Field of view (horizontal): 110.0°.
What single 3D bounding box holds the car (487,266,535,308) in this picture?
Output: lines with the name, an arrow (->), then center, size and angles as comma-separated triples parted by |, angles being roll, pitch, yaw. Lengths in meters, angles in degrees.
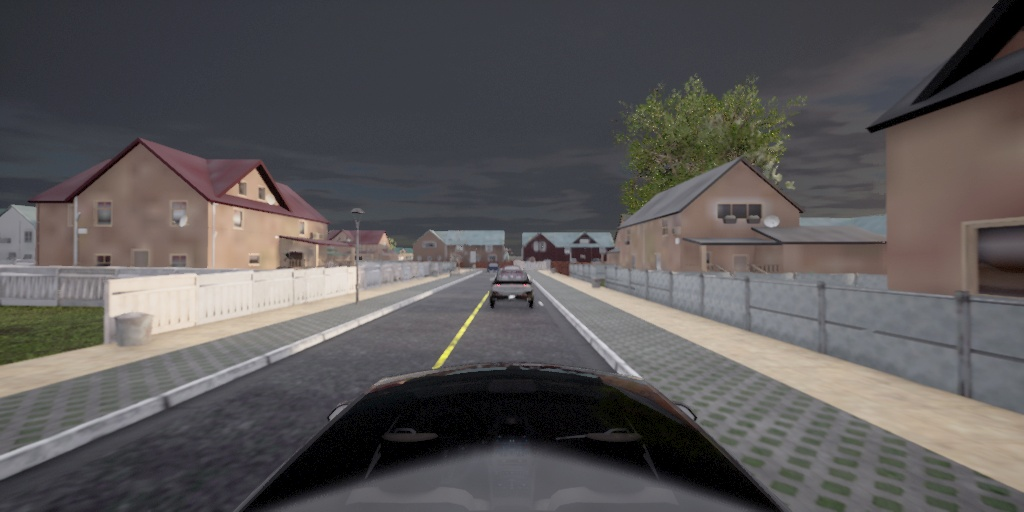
car -> -0.005, 1.381, 16.153 | 2.128, 1.511, 4.902 | 0, 0, 0

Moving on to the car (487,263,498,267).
car -> -2.788, 1.800, 54.606 | 2.033, 1.411, 5.357 | 0, -1, 0
